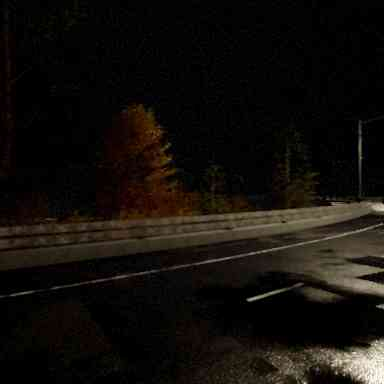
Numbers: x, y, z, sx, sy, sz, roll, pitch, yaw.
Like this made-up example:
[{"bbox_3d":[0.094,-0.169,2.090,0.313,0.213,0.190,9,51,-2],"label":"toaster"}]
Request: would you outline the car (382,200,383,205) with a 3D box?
[{"bbox_3d":[35.287,1.534,58.955,1.812,1.442,4.674,0,0,16],"label":"car"}]
